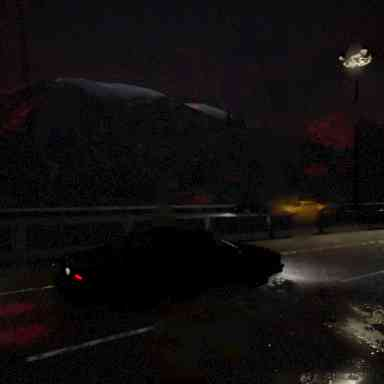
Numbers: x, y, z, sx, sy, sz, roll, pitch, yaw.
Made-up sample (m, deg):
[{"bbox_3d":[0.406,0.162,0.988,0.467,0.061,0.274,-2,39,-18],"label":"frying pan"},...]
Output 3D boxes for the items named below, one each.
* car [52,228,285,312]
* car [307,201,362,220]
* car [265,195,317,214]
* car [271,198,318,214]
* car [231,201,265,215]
[{"bbox_3d":[-0.280,1.565,7.721,5.357,1.411,2.033,0,0,-34],"label":"car"},{"bbox_3d":[11.936,1.680,27.190,4.181,1.385,1.994,0,0,-26],"label":"car"},{"bbox_3d":[10.716,1.353,34.399,5.566,2.045,2.150,1,0,-26],"label":"car"},{"bbox_3d":[9.941,1.593,30.108,5.008,1.535,1.882,0,0,-26],"label":"car"},{"bbox_3d":[6.377,1.680,36.139,4.181,1.385,1.994,0,0,-27],"label":"car"}]
